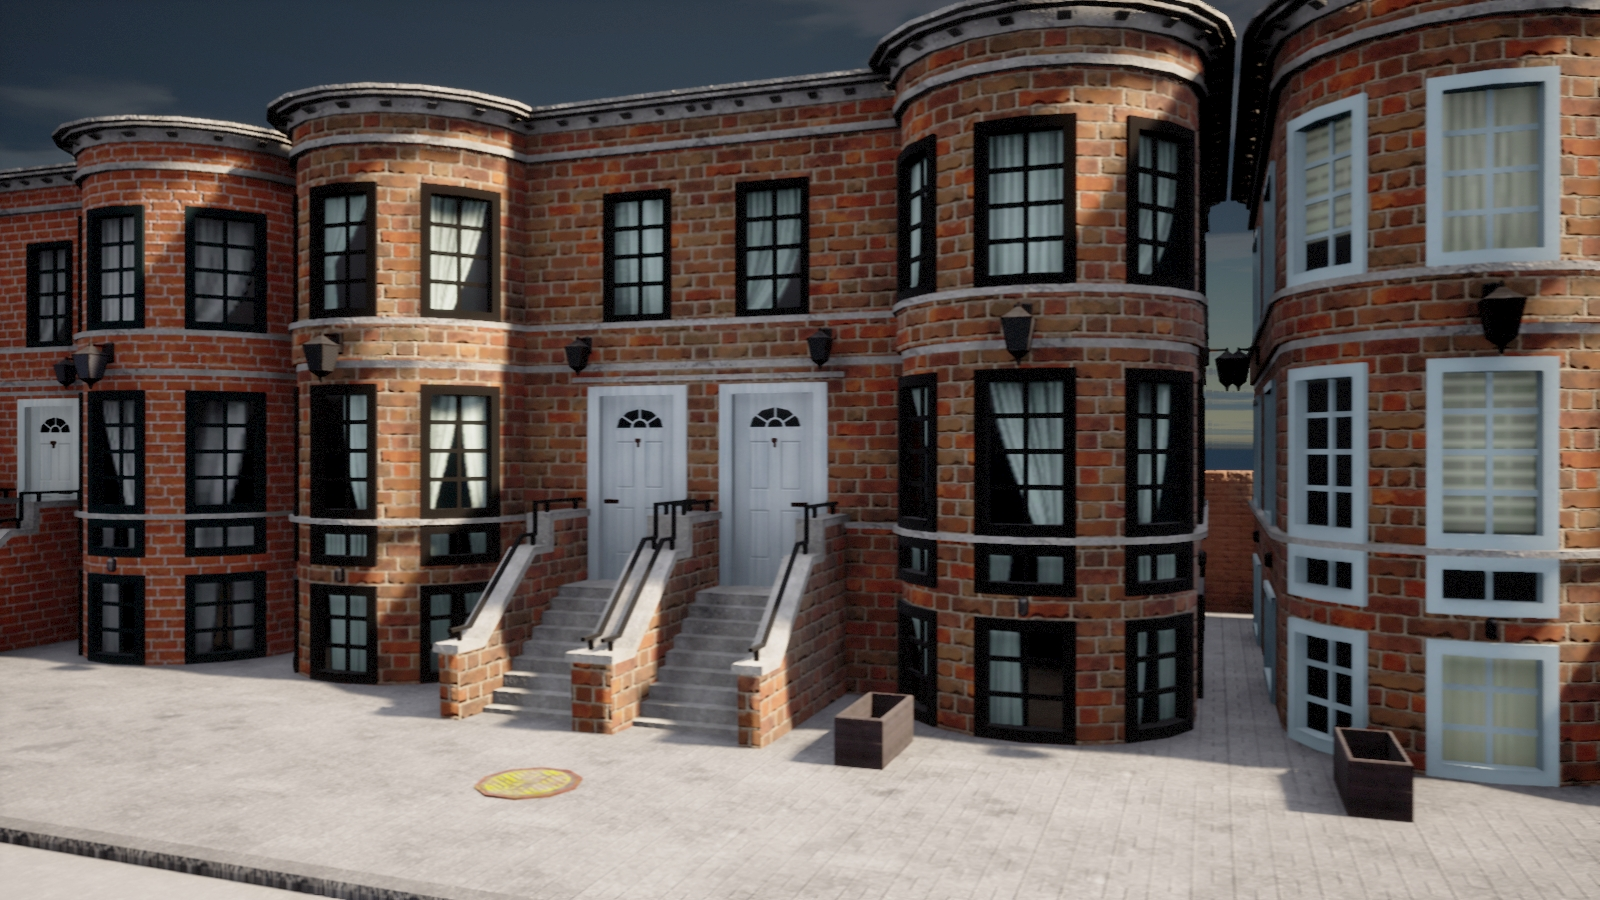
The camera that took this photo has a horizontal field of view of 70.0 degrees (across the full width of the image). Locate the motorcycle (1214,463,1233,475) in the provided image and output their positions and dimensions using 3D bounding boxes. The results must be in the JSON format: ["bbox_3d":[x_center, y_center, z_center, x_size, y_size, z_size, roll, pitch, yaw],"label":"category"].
[{"bbox_3d":[43.827,1.963,118.282,1.805,1.236,0.856,0,0,20],"label":"motorcycle"}]
